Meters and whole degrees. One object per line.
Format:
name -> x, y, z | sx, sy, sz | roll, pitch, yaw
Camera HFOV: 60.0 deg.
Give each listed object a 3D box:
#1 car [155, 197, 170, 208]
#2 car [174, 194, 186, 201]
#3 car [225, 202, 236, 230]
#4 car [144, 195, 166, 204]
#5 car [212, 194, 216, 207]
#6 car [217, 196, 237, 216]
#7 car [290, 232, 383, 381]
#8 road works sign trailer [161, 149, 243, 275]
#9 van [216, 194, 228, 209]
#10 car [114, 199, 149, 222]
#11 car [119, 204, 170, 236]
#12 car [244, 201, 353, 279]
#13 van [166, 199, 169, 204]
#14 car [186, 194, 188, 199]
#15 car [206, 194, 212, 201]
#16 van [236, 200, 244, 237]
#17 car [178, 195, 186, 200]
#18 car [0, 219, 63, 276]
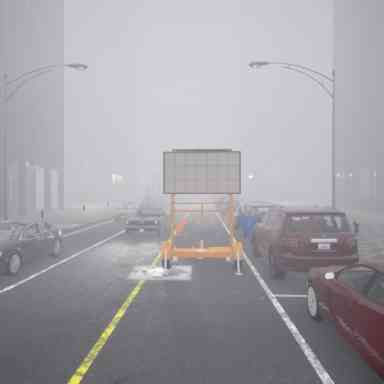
car -> -4.258, 1.525, 48.671 | 1.752, 1.417, 4.829 | 0, 0, 2
car -> -3.231, 1.335, 81.389 | 2.192, 1.841, 5.009 | 0, 0, 2
car -> 3.410, 1.550, 20.949 | 2.008, 1.369, 4.403 | 0, 0, 2
car -> -4.602, 1.313, 37.797 | 2.192, 1.841, 5.009 | 0, 0, 2
car -> 4.098, 1.314, 43.039 | 2.192, 1.841, 5.009 | 0, 0, 2
car -> 3.754, 1.439, 31.994 | 1.967, 1.590, 4.097 | 0, 0, 2
car -> 2.893, 1.544, 4.380 | 1.887, 1.381, 4.507 | 0, 0, 2
road works sign trailer -> 0.311, 0.463, 10.457 | 2.380, 3.560, 2.880 | 0, 0, 2
van -> 3.926, 1.339, 37.516 | 1.690, 1.788, 3.998 | 0, 0, 2
car -> -4.955, 1.524, 26.583 | 1.752, 1.417, 4.829 | 0, 0, 2
car -> -2.431, 1.600, 18.674 | 1.895, 1.301, 4.718 | 0, 0, 2
car -> 3.065, 1.314, 9.903 | 2.192, 1.841, 5.009 | 0, 0, 2
van -> -4.427, 1.340, 43.319 | 1.690, 1.788, 3.998 | 0, 0, 2
car -> -3.054, 1.341, 87.030 | 2.192, 1.841, 5.009 | 0, 0, 2
car -> 5.290, 1.335, 81.112 | 2.192, 1.841, 5.009 | 0, 0, 2
van -> 3.237, 1.340, 15.425 | 1.690, 1.788, 3.998 | 0, 0, 2
car -> -2.876, 1.599, 92.670 | 1.947, 1.339, 4.313 | 0, 0, 2
car -> -5.472, 1.550, 10.186 | 2.008, 1.369, 4.403 | 0, 0, 2
